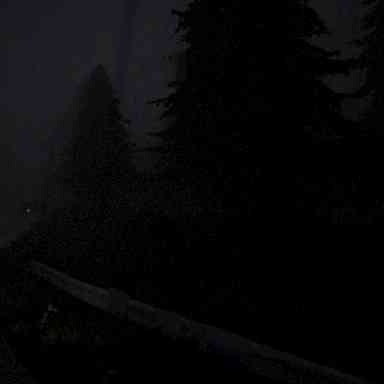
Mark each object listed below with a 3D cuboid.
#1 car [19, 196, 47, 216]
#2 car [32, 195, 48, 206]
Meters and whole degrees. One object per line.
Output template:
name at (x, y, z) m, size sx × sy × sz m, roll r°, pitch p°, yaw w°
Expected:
car at (-15.243, 1.373, 31.942) m, size 1.837 × 1.490 × 4.892 m, roll -3°, pitch 1°, yaw -16°
car at (-24.683, 1.328, 53.987) m, size 1.882 × 1.535 × 5.008 m, roll -2°, pitch 1°, yaw -20°
